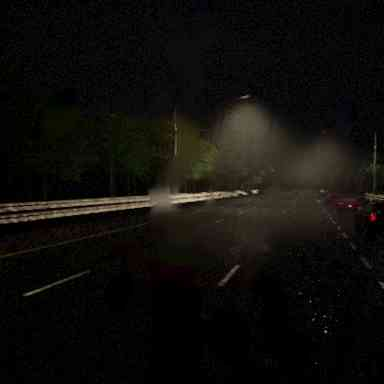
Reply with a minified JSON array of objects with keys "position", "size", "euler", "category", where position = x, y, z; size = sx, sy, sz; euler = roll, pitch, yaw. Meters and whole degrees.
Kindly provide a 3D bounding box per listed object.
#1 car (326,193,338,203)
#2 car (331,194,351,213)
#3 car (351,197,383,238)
[{"position":[20.250,0.890,47.489],"size":[1.812,1.442,4.674],"euler":[1,1,20],"category":"car"},{"position":[14.305,1.164,30.605],"size":[1.994,1.385,4.181],"euler":[1,1,19],"category":"car"},{"position":[9.183,1.158,15.948],"size":[2.097,1.767,4.553],"euler":[1,1,19],"category":"car"}]
